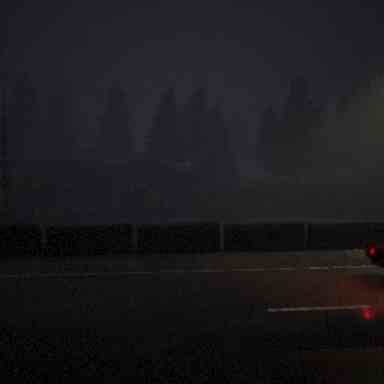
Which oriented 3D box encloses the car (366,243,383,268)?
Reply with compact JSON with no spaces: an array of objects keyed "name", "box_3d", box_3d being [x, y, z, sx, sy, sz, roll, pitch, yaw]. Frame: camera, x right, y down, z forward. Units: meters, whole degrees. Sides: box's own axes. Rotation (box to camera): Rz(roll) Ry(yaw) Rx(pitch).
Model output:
[{"name":"car","box_3d":[7.267,1.625,8.615,4.718,1.301,1.895,-1,-1,-4]}]
